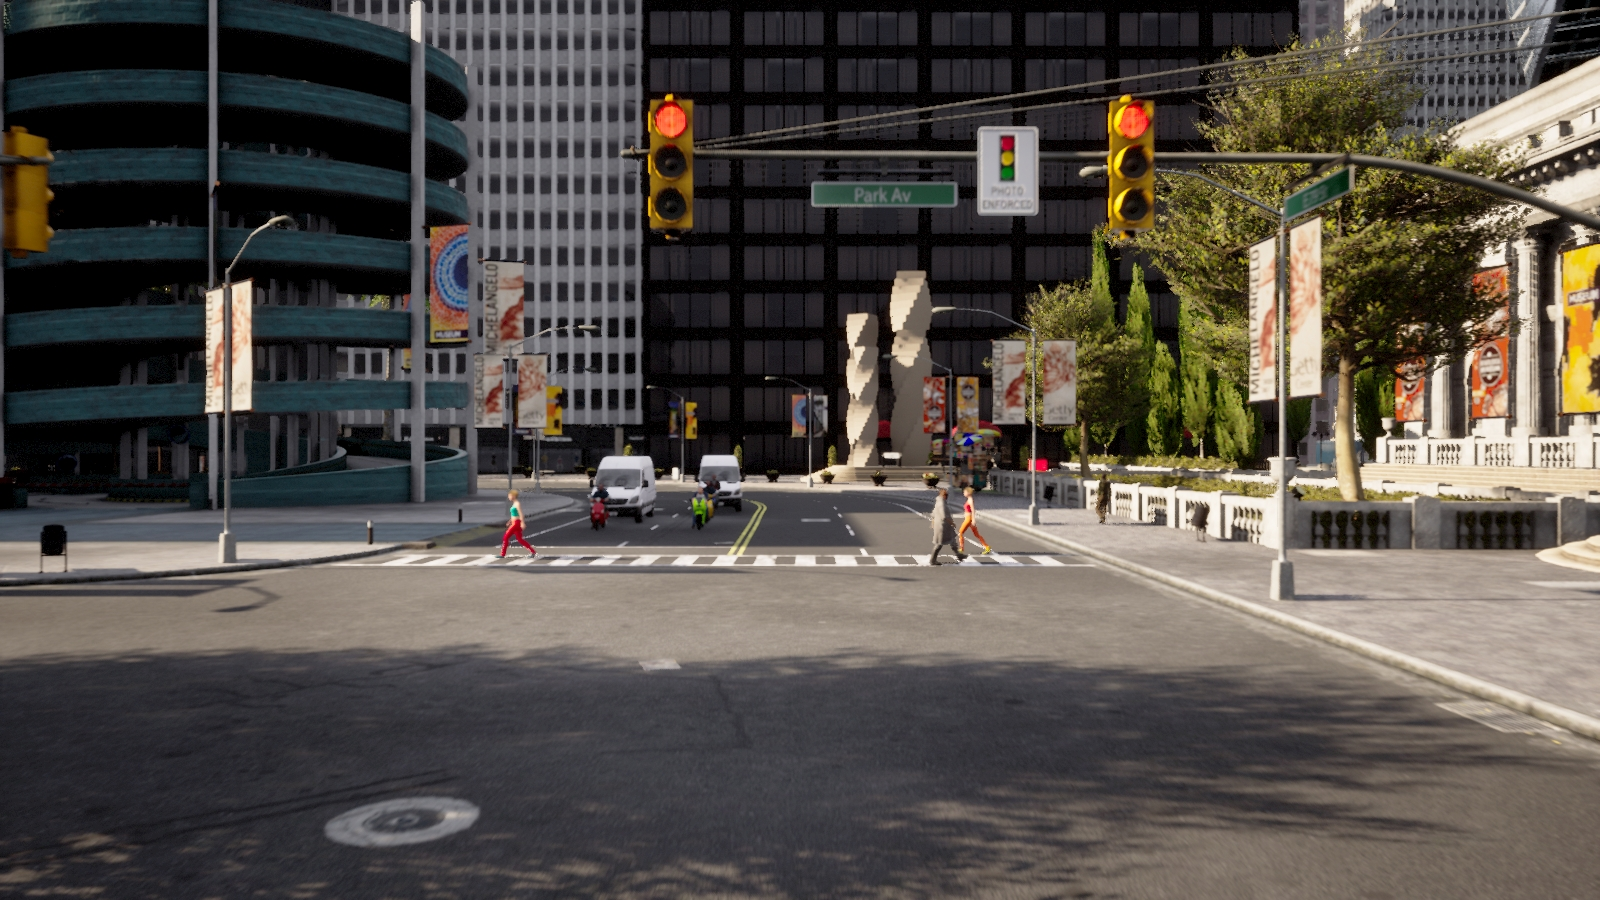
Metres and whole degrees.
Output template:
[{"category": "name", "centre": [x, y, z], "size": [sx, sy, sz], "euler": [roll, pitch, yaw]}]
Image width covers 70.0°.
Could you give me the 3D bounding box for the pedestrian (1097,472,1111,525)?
[{"category": "pedestrian", "centre": [10.696, 1.693, 40.181], "size": [0.375, 1.860, 0.375], "euler": [0, 0, -5]}]

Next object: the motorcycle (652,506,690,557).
[{"category": "motorcycle", "centre": [-3.470, 2.179, 30.837], "size": [0.856, 1.236, 1.805], "euler": [0, 0, -1]}]

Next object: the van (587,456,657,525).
[{"category": "van", "centre": [-7.068, 1.530, 45.924], "size": [1.988, 2.561, 5.915], "euler": [0, 0, -1]}]

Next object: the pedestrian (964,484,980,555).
[{"category": "pedestrian", "centre": [4.571, 1.846, 30.381], "size": [0.375, 1.860, 0.375], "euler": [0, 0, 14]}]

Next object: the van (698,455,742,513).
[{"category": "van", "centre": [-3.808, 1.530, 53.808], "size": [1.988, 2.561, 5.915], "euler": [0, 0, -5]}]

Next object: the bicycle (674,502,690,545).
[{"category": "bicycle", "centre": [-3.556, 2.207, 34.476], "size": [0.329, 1.171, 1.835], "euler": [0, 0, -1]}]

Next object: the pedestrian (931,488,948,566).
[{"category": "pedestrian", "centre": [3.363, 1.846, 27.633], "size": [0.375, 1.860, 0.375], "euler": [0, 0, 1]}]

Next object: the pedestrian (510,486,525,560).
[{"category": "pedestrian", "centre": [-7.212, 1.846, 29.161], "size": [0.375, 1.860, 0.375], "euler": [0, 0, -15]}]

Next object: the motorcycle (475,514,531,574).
[{"category": "motorcycle", "centre": [-6.929, 2.180, 26.764], "size": [0.856, 1.236, 1.805], "euler": [0, 0, 0]}]
